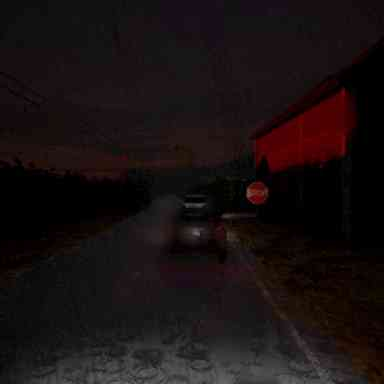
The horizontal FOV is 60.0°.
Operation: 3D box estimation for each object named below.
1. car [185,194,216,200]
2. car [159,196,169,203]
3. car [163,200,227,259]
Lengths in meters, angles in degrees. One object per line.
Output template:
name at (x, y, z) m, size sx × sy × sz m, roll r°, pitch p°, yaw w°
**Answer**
car at (0.919, 1.212, 26.644) m, size 2.150 × 2.045 × 5.566 m, roll -1°, pitch 0°, yaw 17°
car at (-5.611, 1.484, 66.882) m, size 2.128 × 1.511 × 4.902 m, roll 0°, pitch 0°, yaw -4°
car at (0.131, 1.347, 12.688) m, size 2.097 × 1.767 × 4.553 m, roll 0°, pitch 0°, yaw 1°
